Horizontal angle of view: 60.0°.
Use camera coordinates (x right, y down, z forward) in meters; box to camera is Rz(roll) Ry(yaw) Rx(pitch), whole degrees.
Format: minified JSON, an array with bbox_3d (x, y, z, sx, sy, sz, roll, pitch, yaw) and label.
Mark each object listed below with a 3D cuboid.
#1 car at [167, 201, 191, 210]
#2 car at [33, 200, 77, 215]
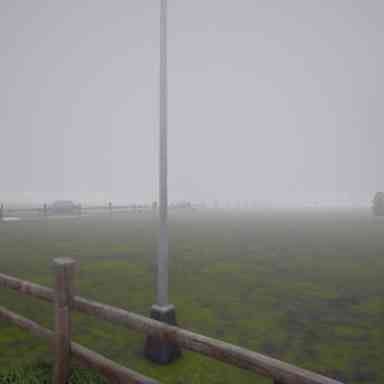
[{"bbox_3d":[-2.188,2.219,55.233,2.128,1.511,4.902,0,-1,36],"label":"car"},{"bbox_3d":[-15.168,1.678,37.004,2.097,1.767,4.553,0,-1,35],"label":"car"}]
